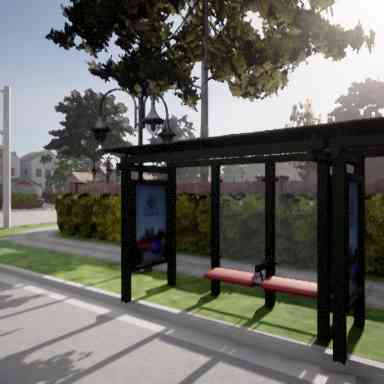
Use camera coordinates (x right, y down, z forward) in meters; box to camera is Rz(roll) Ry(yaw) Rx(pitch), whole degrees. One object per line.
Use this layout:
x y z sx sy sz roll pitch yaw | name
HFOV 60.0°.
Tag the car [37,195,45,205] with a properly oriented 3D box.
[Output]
-23.270 1.124 48.625 3.806 1.475 1.970 0 0 36 | car
